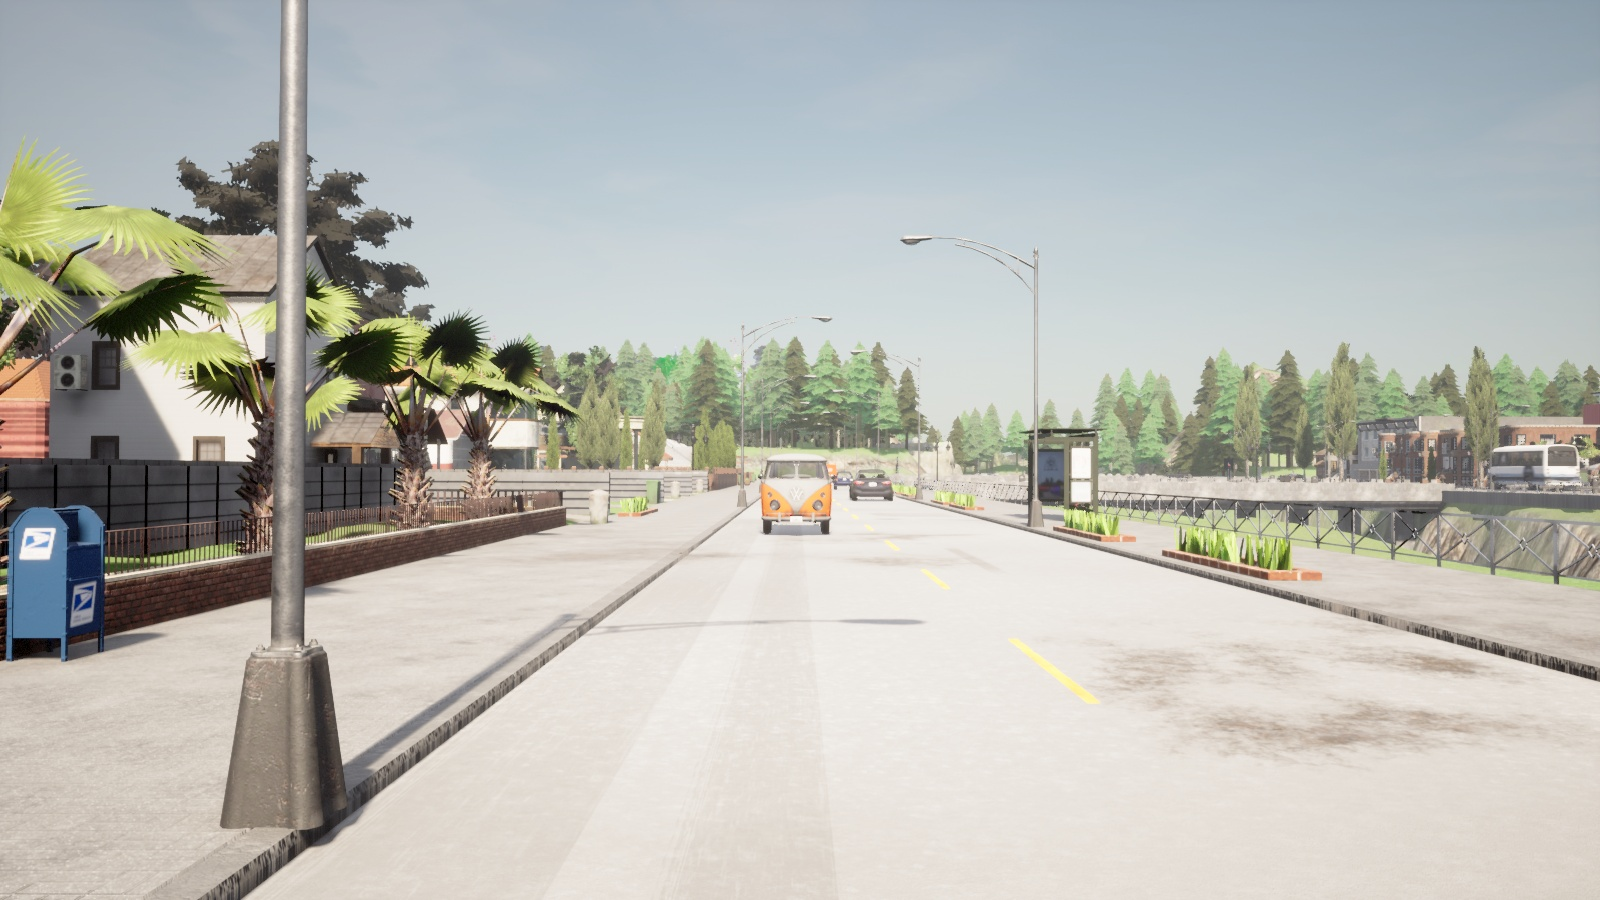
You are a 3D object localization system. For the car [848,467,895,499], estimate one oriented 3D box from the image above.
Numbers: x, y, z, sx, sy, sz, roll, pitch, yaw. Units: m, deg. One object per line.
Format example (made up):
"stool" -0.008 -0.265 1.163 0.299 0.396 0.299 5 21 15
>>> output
"car" 3.828 1.781 67.892 2.242 1.667 4.611 0 -1 0

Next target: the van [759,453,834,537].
"van" -0.082 1.103 31.969 1.775 1.987 4.442 0 -1 0
